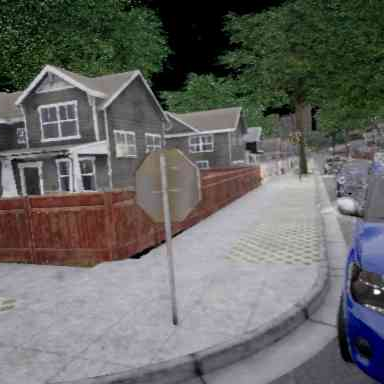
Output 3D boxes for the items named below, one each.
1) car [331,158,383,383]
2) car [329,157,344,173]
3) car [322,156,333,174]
[{"bbox_3d":[3.351,0.537,4.496,2.150,2.045,5.566,-1,6,28],"label":"car"},{"bbox_3d":[8.277,-0.772,16.707,2.097,1.767,4.553,-2,6,21],"label":"car"},{"bbox_3d":[14.893,-2.864,34.986,2.097,1.767,4.553,-2,5,20],"label":"car"}]
